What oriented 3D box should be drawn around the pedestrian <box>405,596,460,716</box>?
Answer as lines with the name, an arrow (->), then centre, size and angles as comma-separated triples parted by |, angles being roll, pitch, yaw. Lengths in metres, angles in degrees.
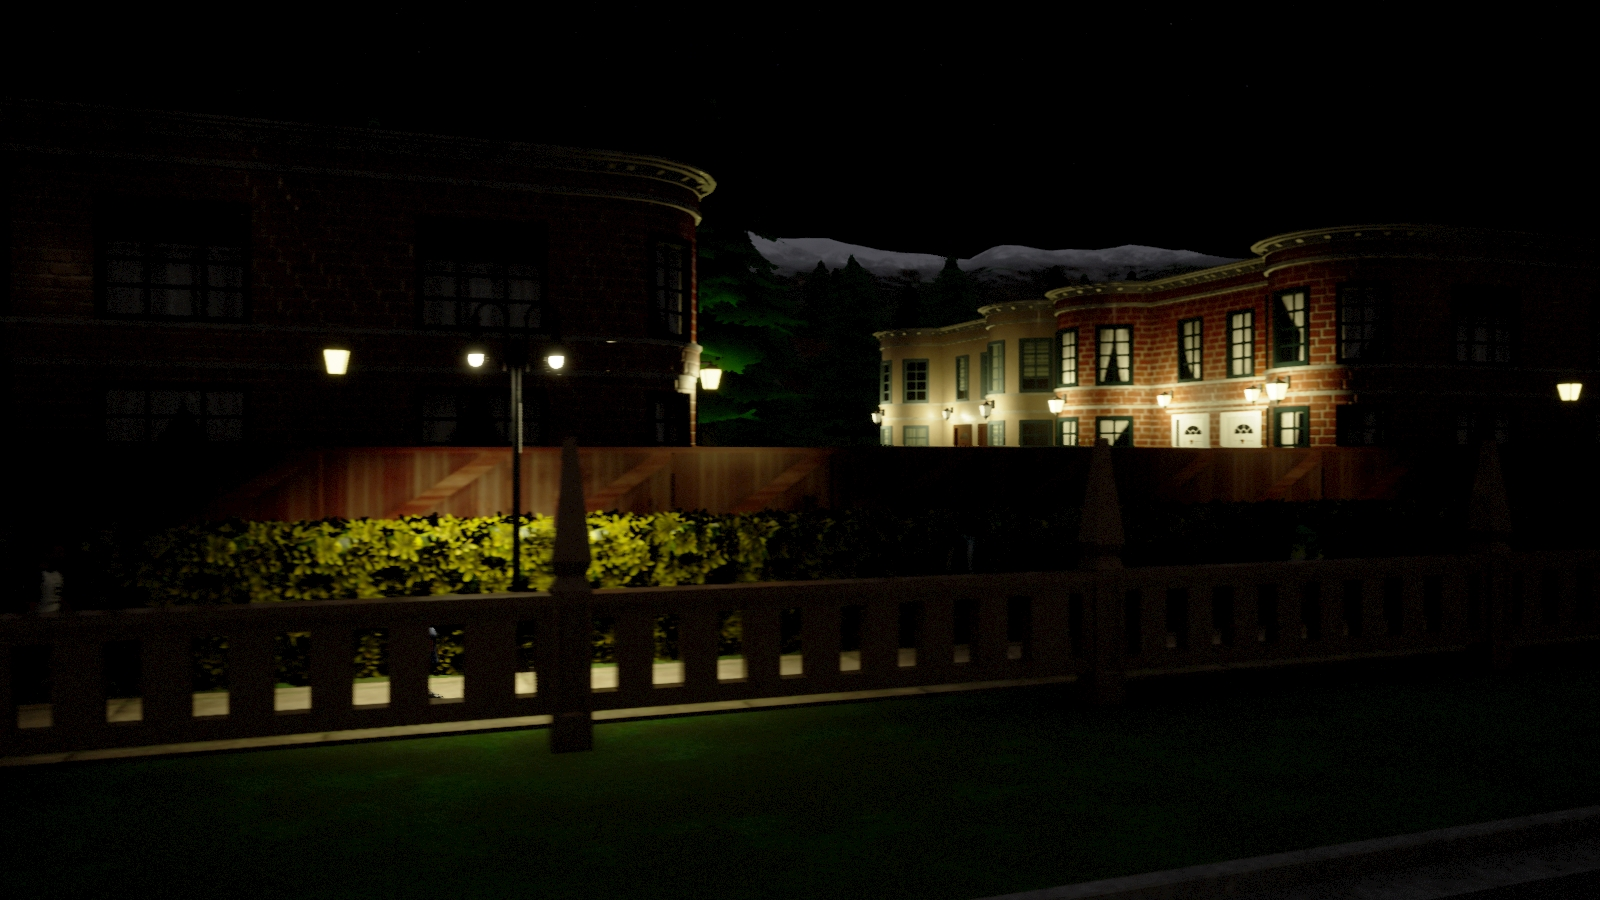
pedestrian -> -3.735, 2.077, 11.594 | 0.500, 1.100, 0.500 | 0, 0, -22

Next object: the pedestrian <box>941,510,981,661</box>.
pedestrian -> 2.029, 1.696, 14.434 | 0.375, 1.860, 0.375 | 0, 0, -20

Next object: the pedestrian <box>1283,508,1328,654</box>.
pedestrian -> 6.615, 1.698, 14.958 | 0.375, 1.860, 0.375 | 0, 0, -18

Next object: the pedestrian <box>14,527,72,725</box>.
pedestrian -> -7.371, 1.696, 11.134 | 0.375, 1.860, 0.375 | 0, 0, -14
